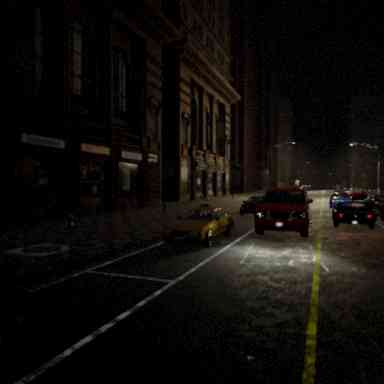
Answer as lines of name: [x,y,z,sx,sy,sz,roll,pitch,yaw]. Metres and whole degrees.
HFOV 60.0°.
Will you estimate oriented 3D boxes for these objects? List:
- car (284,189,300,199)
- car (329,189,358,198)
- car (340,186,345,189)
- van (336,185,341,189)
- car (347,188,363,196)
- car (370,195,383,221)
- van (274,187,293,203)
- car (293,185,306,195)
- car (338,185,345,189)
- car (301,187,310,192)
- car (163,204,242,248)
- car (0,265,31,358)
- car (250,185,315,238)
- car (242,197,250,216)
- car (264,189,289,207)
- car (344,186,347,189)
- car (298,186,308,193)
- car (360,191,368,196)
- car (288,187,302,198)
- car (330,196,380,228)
car: [15.061,0.279,50.055,1.947,1.339,4.313,1,2,22]
car: [13.617,0.765,30.464,2.033,1.411,5.357,1,2,22]
car: [27.142,0.057,57.361,1.887,1.381,4.507,1,2,22]
van: [35.458,-0.697,78.254,1.690,1.788,3.998,1,2,22]
car: [20.907,0.467,41.687,1.887,1.381,4.507,1,2,22]
car: [12.593,1.010,20.788,1.887,1.381,4.507,1,2,22]
van: [10.906,0.327,39.600,1.690,1.788,3.998,1,2,22]
car: [21.298,-0.383,65.721,2.192,1.841,5.009,1,2,22]
car: [29.221,-0.074,62.586,2.008,1.369,4.403,1,2,22]
car: [29.609,-0.667,86.627,1.802,1.307,4.206,1,2,22]
car: [0.449,1.188,13.324,1.752,1.417,4.829,1,2,22]
car: [-3.645,1.472,3.033,2.008,1.369,4.403,1,2,22]
car: [4.475,0.813,15.729,2.150,2.045,5.566,1,3,22]
car: [4.669,0.974,23.933,1.802,1.307,4.206,1,2,22]
car: [8.827,0.562,34.378,1.967,1.590,4.097,1,2,22]
car: [22.987,0.226,46.909,1.967,1.590,4.097,1,2,22]
car: [25.454,-0.533,76.174,1.967,1.590,4.097,1,2,22]
car: [14.672,0.896,26.014,1.947,1.339,4.313,1,2,22]
car: [17.140,0.016,55.276,1.967,1.590,4.097,1,2,22]
car: [8.753,1.134,18.212,1.895,1.301,4.718,1,2,22]
